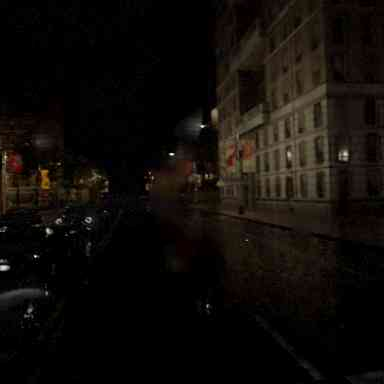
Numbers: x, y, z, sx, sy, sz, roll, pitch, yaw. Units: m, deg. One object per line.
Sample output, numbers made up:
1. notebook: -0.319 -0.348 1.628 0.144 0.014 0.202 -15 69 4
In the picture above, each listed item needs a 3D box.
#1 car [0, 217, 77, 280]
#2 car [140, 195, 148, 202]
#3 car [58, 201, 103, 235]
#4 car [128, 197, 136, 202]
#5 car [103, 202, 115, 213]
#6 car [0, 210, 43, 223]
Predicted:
1. car: -5.119 1.757 10.410 1.994 1.385 4.181 -2 0 -10
2. car: -13.435 1.728 93.713 2.097 1.767 4.553 -2 0 -11
3. car: -6.899 1.611 20.327 2.097 1.767 4.553 -2 0 -10
4. car: -16.865 2.030 93.062 1.812 1.442 4.674 -2 0 -11
5. car: -10.858 1.949 42.373 2.033 1.411 5.357 -2 0 -10
6. car: -10.405 1.898 20.102 1.837 1.490 4.892 -2 0 -10
